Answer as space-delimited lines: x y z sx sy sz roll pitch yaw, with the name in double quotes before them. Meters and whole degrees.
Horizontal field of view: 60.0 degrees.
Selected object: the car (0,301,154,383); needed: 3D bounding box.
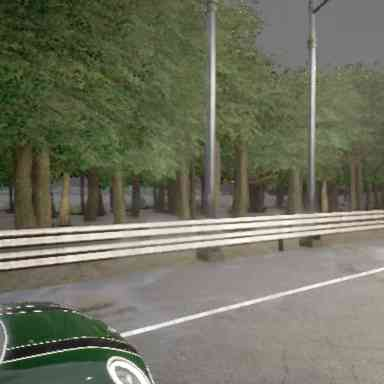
"car" -2.428 1.348 1.966 4.553 1.767 2.097 0 0 -36
